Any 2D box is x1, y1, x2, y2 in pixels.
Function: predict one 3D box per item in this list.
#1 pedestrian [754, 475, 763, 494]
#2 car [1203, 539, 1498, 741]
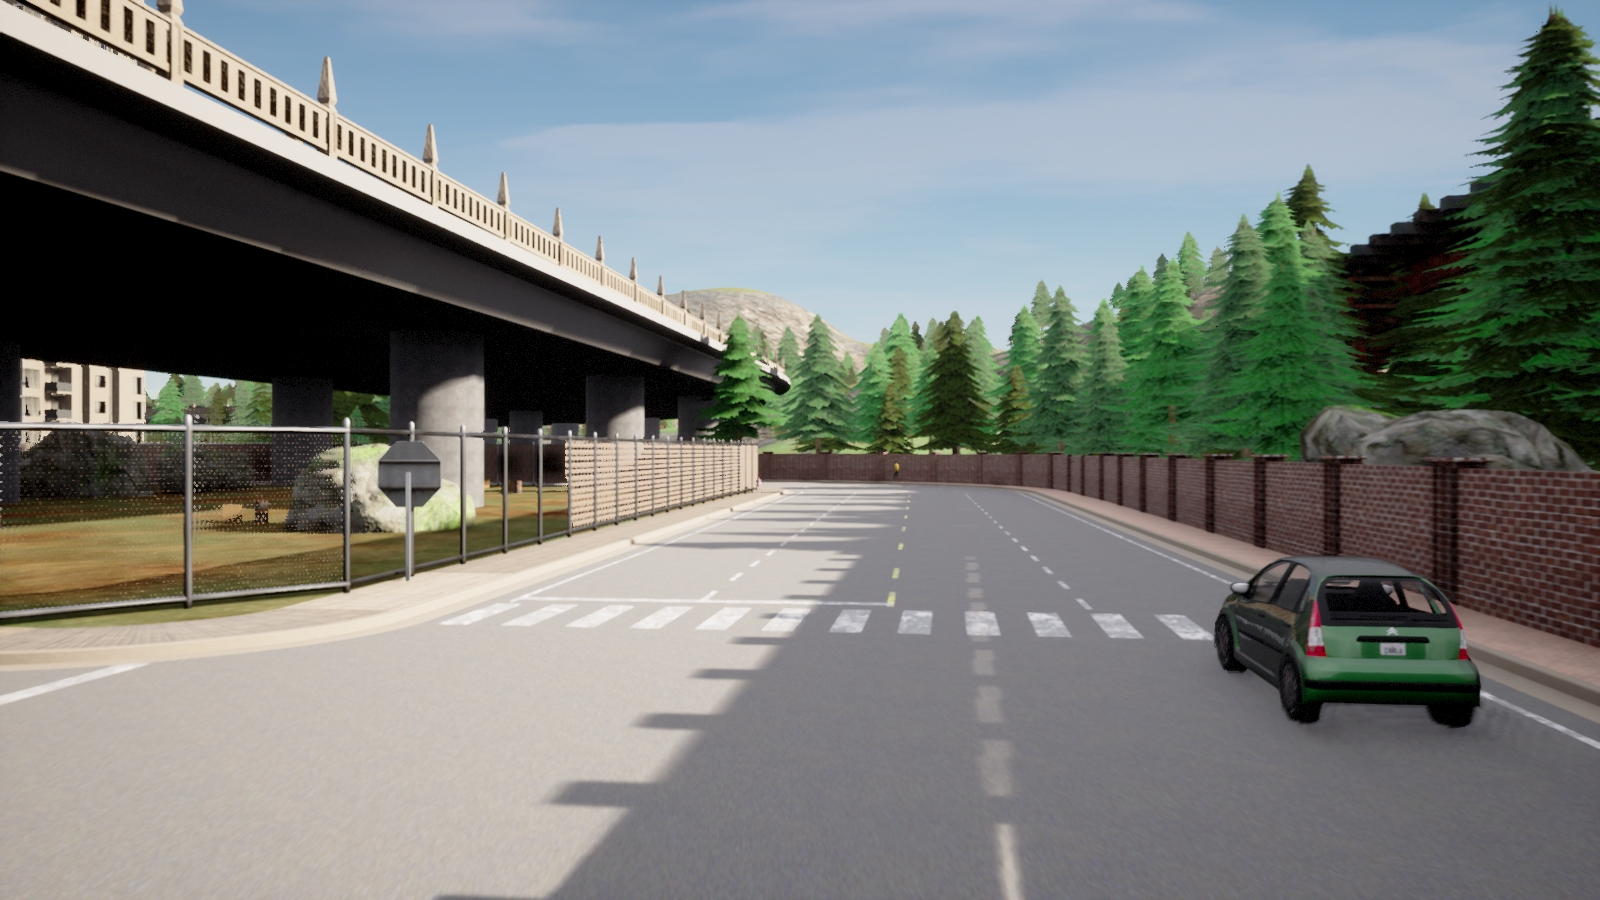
[{"bbox_3d":[-2.469,2.077,68.489,0.500,1.100,0.500,0,0,5],"label":"pedestrian"},{"bbox_3d":[6.050,1.998,13.119,1.851,1.617,3.988,0,0,7],"label":"car"}]
